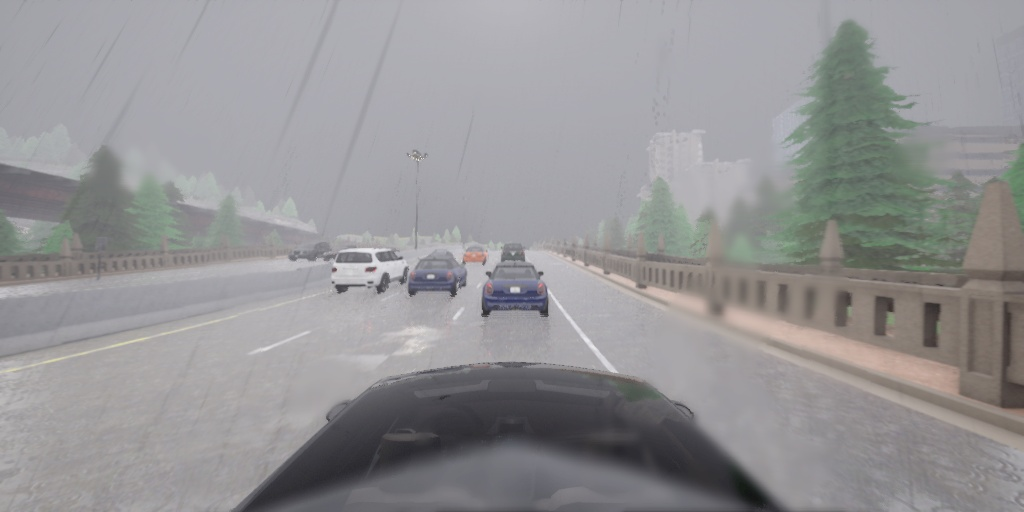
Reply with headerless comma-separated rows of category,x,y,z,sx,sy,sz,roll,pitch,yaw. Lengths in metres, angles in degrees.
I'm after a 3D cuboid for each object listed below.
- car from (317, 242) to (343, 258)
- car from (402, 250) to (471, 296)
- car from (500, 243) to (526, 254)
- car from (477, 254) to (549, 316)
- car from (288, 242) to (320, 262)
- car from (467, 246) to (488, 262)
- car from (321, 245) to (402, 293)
car,-17.594,-0.314,37.129,2.097,1.767,4.553,0,3,0
car,-3.401,0.785,17.156,2.097,1.767,4.553,0,3,0
car,0.098,-0.242,33.474,2.150,2.045,5.566,0,3,0
car,0.098,0.964,12.887,2.097,1.767,4.553,0,2,0
car,-21.092,-0.483,37.848,2.150,2.045,5.566,0,3,0
car,-3.402,-0.150,34.166,2.097,1.767,4.553,0,3,0
car,-6.901,0.613,17.999,2.150,2.045,5.566,0,3,0
